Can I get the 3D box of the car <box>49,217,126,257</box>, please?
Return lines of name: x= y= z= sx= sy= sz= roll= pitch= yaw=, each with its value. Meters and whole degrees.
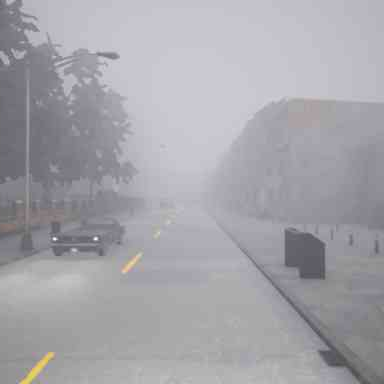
car: x=-4.096 y=1.751 z=13.819 sx=1.895 sy=1.301 sz=4.718 roll=0 pitch=-1 yaw=0

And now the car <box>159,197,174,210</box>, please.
car: x=-4.093 y=1.816 z=54.708 sx=2.150 sy=2.045 sz=5.566 roll=0 pitch=-1 yaw=0
